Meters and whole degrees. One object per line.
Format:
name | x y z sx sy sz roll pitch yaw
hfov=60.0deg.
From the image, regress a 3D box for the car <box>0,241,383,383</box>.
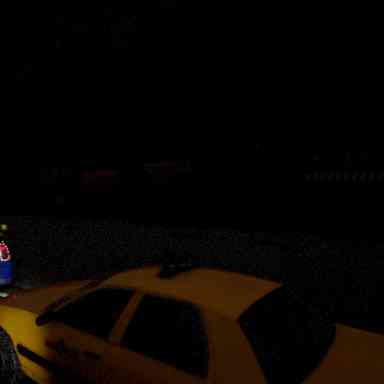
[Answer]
car | -0.373 1.455 3.551 5.366 1.575 1.801 0 0 35
